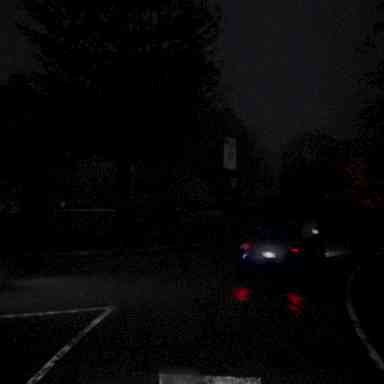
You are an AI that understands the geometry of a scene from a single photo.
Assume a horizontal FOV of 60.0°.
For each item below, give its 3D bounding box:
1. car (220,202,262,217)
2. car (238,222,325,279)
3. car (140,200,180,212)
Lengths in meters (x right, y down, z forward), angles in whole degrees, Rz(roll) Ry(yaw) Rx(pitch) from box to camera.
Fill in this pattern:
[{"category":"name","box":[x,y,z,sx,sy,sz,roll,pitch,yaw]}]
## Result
[{"category":"car","box":[5.138,1.760,35.402,1.882,1.535,5.008,1,-1,-38]},{"category":"car","box":[2.958,1.648,10.564,1.994,1.385,4.181,0,-1,27]},{"category":"car","box":[-3.952,1.765,41.007,4.902,1.511,2.128,1,0,13]}]
